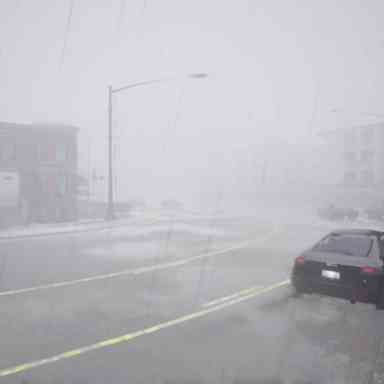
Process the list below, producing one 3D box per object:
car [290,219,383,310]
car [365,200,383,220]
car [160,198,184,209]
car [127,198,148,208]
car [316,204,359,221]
[{"bbox_3d":[4.062,1.585,8.002,1.994,1.385,4.181,0,0,42],"label":"car"},{"bbox_3d":[15.207,1.414,25.798,2.097,1.767,4.553,0,0,7],"label":"car"},{"bbox_3d":[-2.952,1.664,48.884,2.128,1.511,4.902,0,0,-32],"label":"car"},{"bbox_3d":[-8.434,1.693,51.008,1.837,1.490,4.892,0,-1,-32],"label":"car"},{"bbox_3d":[11.988,1.675,27.799,1.895,1.301,4.718,0,0,3],"label":"car"}]
